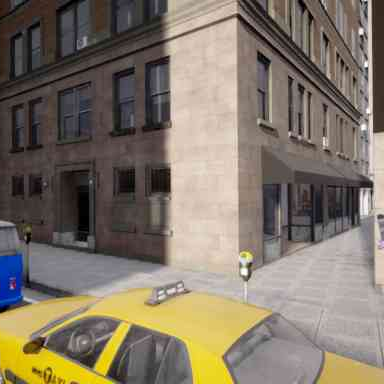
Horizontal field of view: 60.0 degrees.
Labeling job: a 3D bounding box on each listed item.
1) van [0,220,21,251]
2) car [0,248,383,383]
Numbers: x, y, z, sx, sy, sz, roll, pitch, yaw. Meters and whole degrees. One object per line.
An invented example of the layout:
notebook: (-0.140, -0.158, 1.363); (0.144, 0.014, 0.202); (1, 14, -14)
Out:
van: (-4.908, 1.342, 6.371); (3.998, 1.788, 1.690); (0, -1, 36)
car: (-0.432, 1.526, 3.168); (4.829, 1.417, 1.752); (0, -1, 36)
